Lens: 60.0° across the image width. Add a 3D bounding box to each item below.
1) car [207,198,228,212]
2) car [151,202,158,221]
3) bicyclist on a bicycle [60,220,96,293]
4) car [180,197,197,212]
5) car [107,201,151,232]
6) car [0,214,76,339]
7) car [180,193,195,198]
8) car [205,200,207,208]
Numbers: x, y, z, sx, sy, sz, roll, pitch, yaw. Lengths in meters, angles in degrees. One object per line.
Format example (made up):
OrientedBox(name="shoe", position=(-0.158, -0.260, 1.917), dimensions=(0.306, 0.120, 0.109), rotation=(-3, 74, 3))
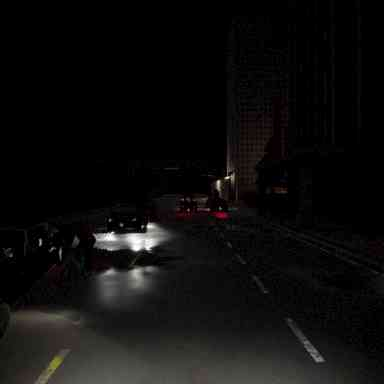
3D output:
OrientedBox(name="car", position=(3.089, 1.505, 38.726), dimensions=(1.837, 1.490, 4.892), rotation=(0, 0, 0))
OrientedBox(name="car", position=(-3.838, 1.528, 27.234), dimensions=(2.128, 1.511, 4.902), rotation=(0, 0, -1))
OrientedBox(name="bicyclist on a bicycle", position=(-2.701, 1.470, 8.028), dimensions=(0.582, 1.620, 1.656), rotation=(6, 6, 10))
OrientedBox(name="car", position=(-0.374, 1.601, 37.737), dimensions=(1.895, 1.301, 4.718), rotation=(0, 0, -1))
OrientedBox(name="car", position=(-3.842, 1.525, 20.339), dimensions=(1.812, 1.442, 4.674), rotation=(0, 0, -1))
OrientedBox(name="car", position=(-3.730, 1.222, 6.172), dimensions=(1.895, 1.301, 4.718), rotation=(2, 7, -4))
OrientedBox(name="car", position=(-0.504, 1.221, 47.502), dimensions=(2.150, 2.045, 5.566), rotation=(0, 0, -1))
OrientedBox(name="car", position=(2.932, 1.526, 47.978), dimensions=(1.812, 1.442, 4.674), rotation=(0, 0, 0))
